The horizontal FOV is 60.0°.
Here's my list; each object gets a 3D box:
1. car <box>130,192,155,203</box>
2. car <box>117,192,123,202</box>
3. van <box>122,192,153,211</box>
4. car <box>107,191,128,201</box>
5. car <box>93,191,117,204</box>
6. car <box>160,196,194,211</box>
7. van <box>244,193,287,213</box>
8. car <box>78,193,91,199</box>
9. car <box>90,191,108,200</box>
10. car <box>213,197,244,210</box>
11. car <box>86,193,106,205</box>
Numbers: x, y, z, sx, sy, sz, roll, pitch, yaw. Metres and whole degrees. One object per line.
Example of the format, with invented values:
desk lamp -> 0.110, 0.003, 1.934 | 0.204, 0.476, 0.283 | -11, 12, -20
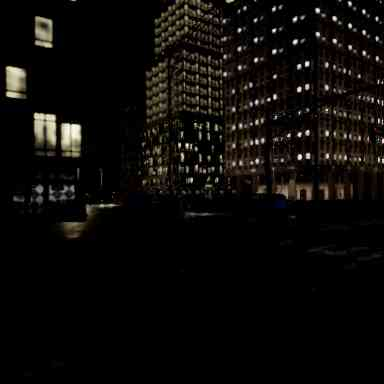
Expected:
car -> -8.286, 0.876, 55.492 | 2.192, 1.841, 5.009 | -1, 1, -34
car -> -11.389, 1.079, 60.081 | 1.887, 1.381, 4.507 | -1, 1, -34
van -> -5.912, 1.107, 37.034 | 1.690, 1.788, 3.998 | -1, 1, -34
car -> -14.496, 0.821, 64.667 | 2.192, 1.841, 5.009 | -1, 1, -34
car -> -14.824, 0.844, 54.984 | 2.150, 2.045, 5.566 | -1, 1, -34
car -> -1.682, 1.237, 35.406 | 2.128, 1.511, 4.902 | -1, 1, -34
van -> 7.329, 1.036, 32.623 | 1.690, 1.788, 3.998 | -1, 1, -34
car -> -26.913, 0.945, 83.019 | 2.008, 1.369, 4.403 | -1, 1, -34
car -> -20.705, 0.765, 73.842 | 2.192, 1.841, 5.009 | -1, 1, -34
car -> 4.152, 1.214, 37.160 | 1.887, 1.381, 4.507 | -1, 1, -34
car -> -15.224, 1.250, 50.798 | 1.947, 1.339, 4.313 | -1, 1, -34
